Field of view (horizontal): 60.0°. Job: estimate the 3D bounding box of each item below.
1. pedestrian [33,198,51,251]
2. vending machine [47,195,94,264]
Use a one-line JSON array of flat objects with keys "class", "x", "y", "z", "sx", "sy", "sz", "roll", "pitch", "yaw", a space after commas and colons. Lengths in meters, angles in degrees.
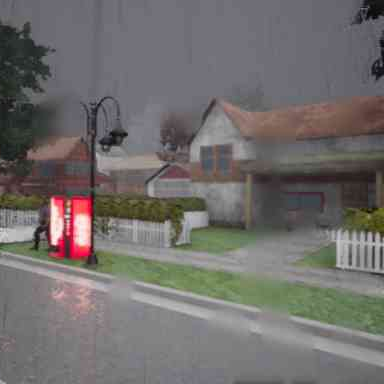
[{"class": "pedestrian", "x": -4.993, "y": 1.091, "z": 11.179, "sx": 0.375, "sy": 1.860, "sz": 0.375, "roll": 1, "pitch": 1, "yaw": 35}, {"class": "vending machine", "x": -3.946, "y": 1.148, "z": 10.849, "sx": 0.880, "sy": 2.100, "sz": 1.100, "roll": 1, "pitch": 0, "yaw": 35}]
